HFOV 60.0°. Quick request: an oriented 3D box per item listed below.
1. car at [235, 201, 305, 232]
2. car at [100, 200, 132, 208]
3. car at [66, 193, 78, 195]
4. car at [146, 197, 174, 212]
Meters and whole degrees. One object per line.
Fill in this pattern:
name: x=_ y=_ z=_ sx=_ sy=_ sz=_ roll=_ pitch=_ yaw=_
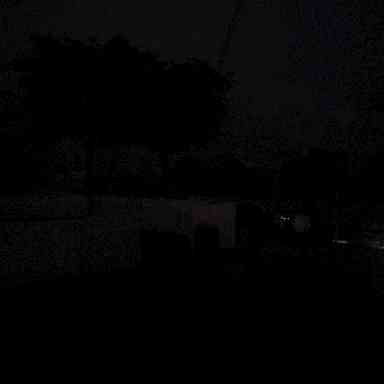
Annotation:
car: x=3.890 y=1.286 z=18.508 sx=2.128 sy=1.511 sz=4.902 roll=1 pitch=0 yaw=-36
car: x=-8.156 y=1.069 z=34.963 sx=2.033 sy=1.411 sz=5.357 roll=1 pitch=0 yaw=-36
car: x=-16.985 y=0.858 z=47.171 sx=1.837 sy=1.490 sz=4.892 roll=1 pitch=-1 yaw=-36
car: x=-2.125 y=1.178 z=26.722 sx=1.812 sy=1.442 sz=4.674 roll=1 pitch=0 yaw=-36
